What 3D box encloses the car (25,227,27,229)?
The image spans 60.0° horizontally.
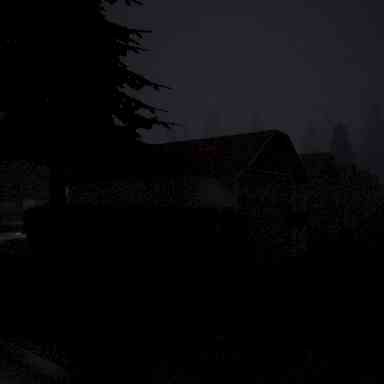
[{"bbox_3d":[-9.409,1.869,23.719,2.097,1.767,4.553,-1,-1,36],"label":"car"}]

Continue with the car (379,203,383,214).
[{"bbox_3d":[24.318,2.018,40.392,4.902,1.511,2.128,-1,-1,32],"label":"car"}]
